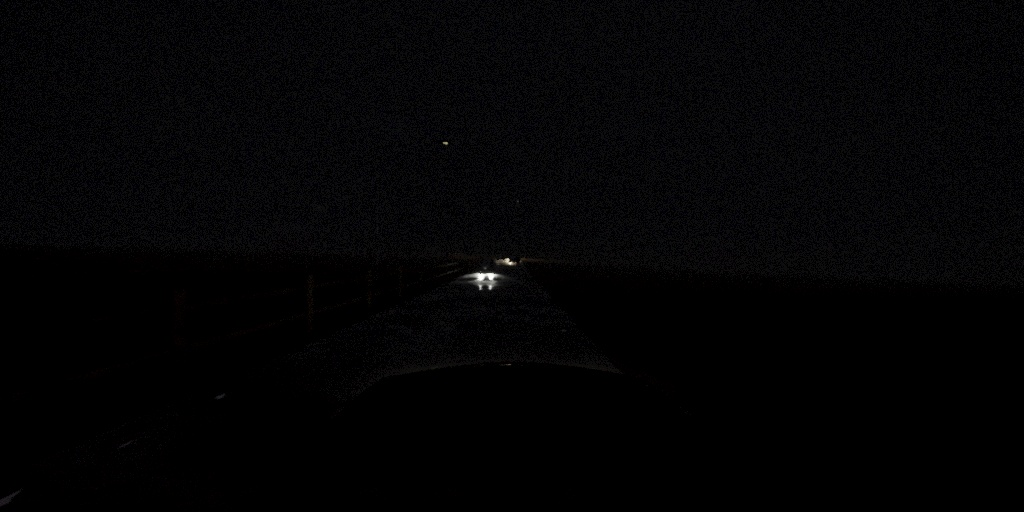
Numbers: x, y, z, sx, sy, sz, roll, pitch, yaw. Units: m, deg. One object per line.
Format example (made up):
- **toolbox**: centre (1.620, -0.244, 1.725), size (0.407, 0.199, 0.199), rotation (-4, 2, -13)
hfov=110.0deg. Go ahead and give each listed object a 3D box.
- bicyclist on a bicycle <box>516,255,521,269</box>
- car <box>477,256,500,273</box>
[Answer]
- **bicyclist on a bicycle**: centre (0.854, 0.841, 47.467), size (0.659, 1.776, 1.843), rotation (0, 1, 0)
- **car**: centre (-2.768, 1.043, 39.820), size (2.128, 1.511, 4.902), rotation (0, 0, 0)
